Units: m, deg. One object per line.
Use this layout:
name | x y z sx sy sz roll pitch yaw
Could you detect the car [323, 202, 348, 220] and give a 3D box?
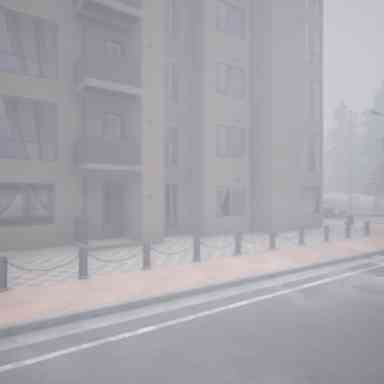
car | 11.125 1.611 28.895 1.812 1.442 4.674 0 1 -35
